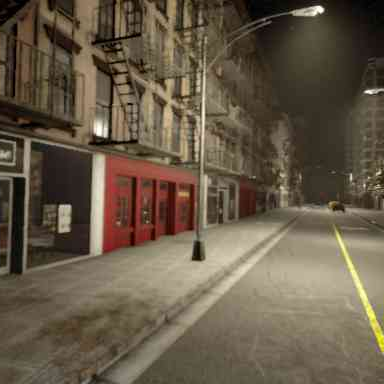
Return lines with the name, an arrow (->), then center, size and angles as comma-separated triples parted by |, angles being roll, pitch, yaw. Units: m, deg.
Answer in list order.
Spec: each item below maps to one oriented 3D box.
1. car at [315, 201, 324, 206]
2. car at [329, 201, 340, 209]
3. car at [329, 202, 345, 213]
car -> 34.000, 3.092, 88.701 | 1.994, 1.385, 4.181 | 1, 0, 21
car -> 30.128, 2.792, 70.539 | 1.882, 1.535, 5.008 | 1, 0, 21
car -> 24.131, 2.583, 54.910 | 1.812, 1.442, 4.674 | 1, 0, 21
